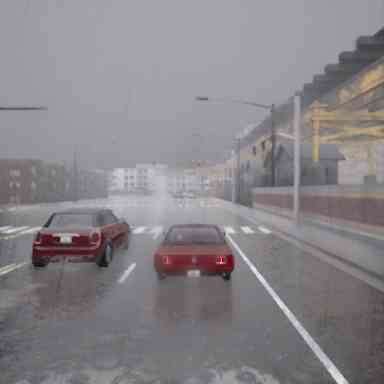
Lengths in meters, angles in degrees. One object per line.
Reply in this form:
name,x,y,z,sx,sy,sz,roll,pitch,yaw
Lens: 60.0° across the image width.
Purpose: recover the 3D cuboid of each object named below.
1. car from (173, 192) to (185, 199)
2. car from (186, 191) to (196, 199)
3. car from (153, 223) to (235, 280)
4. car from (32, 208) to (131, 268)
car,-3.508,1.153,87.492,1.895,1.301,4.718,0,0,-3
car,-0.021,1.146,88.613,1.895,1.301,4.718,0,0,-3
car,0.065,1.551,9.738,1.895,1.301,4.718,0,0,0
car,-3.428,1.296,11.206,2.097,1.767,4.553,0,0,0
